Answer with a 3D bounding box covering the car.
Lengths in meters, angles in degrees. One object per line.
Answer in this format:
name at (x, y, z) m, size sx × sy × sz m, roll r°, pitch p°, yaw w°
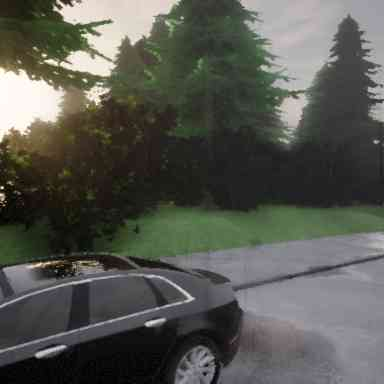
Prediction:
car at (-1.614, 1.509, 3.455) m, size 4.892 × 1.490 × 1.837 m, roll 0°, pitch 0°, yaw -35°
